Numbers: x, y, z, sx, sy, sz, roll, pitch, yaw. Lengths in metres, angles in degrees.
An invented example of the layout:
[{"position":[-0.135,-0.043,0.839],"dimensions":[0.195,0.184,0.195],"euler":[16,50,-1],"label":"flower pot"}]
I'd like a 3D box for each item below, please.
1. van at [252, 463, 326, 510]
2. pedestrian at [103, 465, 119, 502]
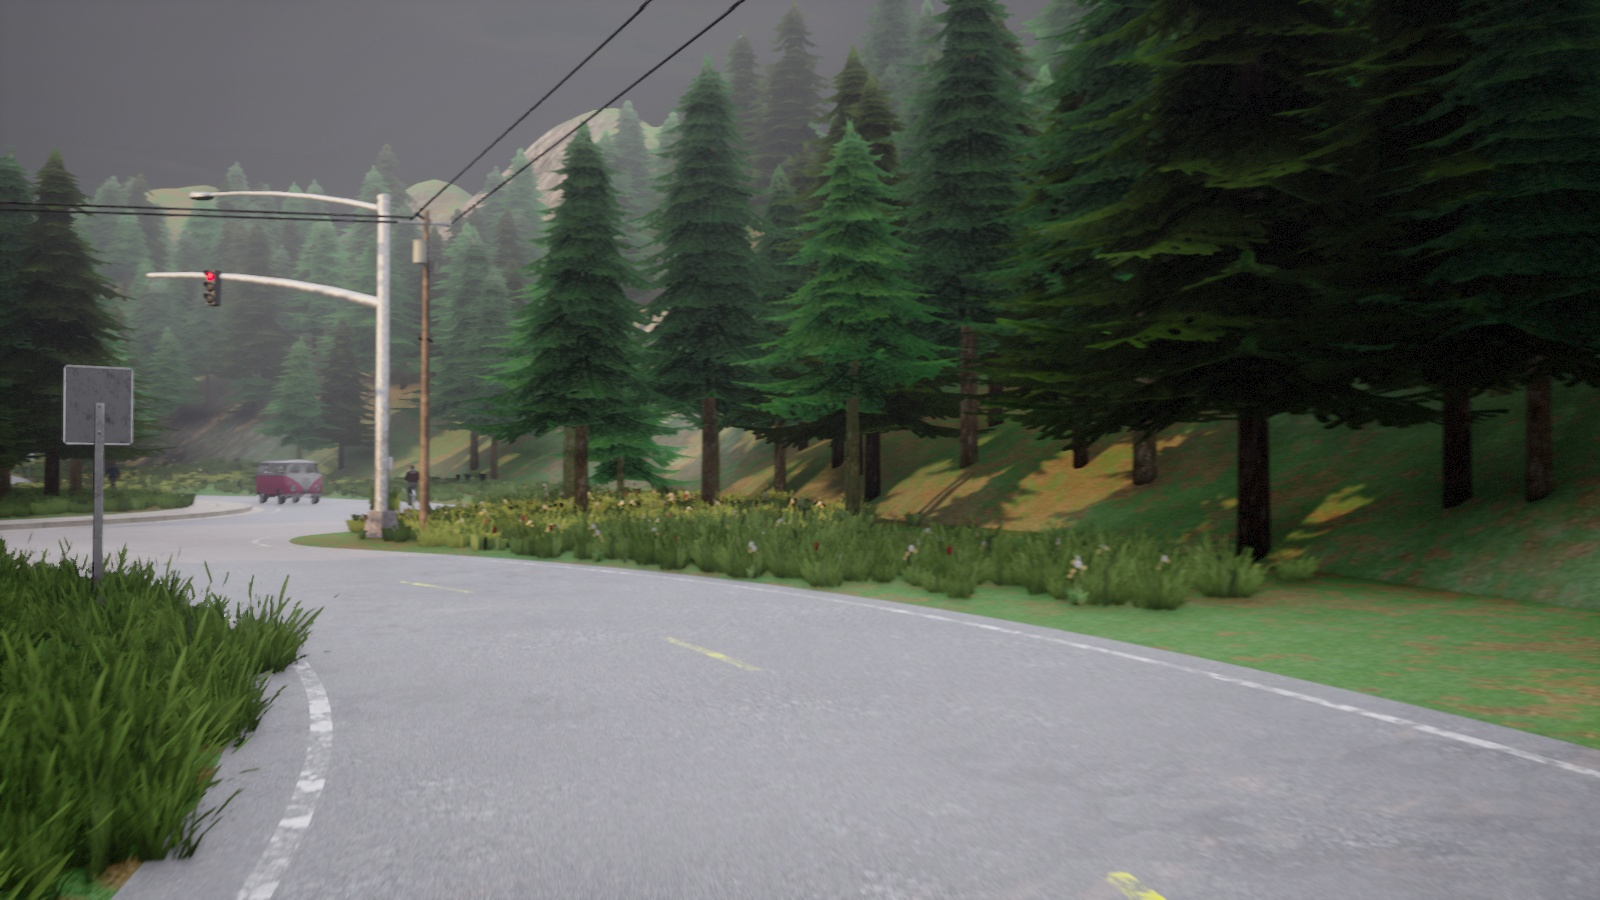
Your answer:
[{"position":[-22.856,1.606,56.096],"dimensions":[1.775,1.987,4.442],"euler":[1,-1,-40],"label":"van"},{"position":[-34.560,1.695,62.993],"dimensions":[0.726,1.842,0.402],"euler":[-1,-1,30],"label":"pedestrian"}]
